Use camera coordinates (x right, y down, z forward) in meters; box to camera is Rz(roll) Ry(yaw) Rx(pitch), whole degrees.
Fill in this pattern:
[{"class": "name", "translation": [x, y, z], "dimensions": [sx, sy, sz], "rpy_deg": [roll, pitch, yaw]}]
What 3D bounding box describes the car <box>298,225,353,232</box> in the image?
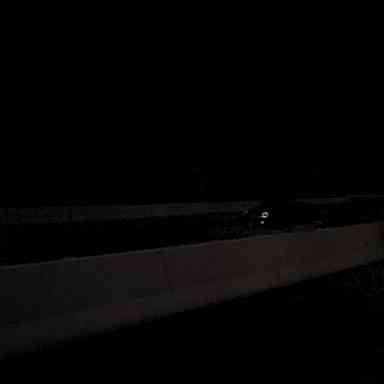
[{"class": "car", "translation": [7.891, 1.493, 19.406], "dimensions": [5.008, 1.535, 1.882], "rpy_deg": [0, 0, -41]}]
